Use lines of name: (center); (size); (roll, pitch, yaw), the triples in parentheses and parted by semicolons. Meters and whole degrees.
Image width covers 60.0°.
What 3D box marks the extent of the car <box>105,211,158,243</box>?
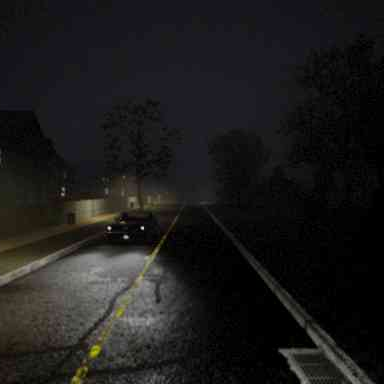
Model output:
car: (-2.822, 1.632, 16.426); (1.895, 1.301, 4.718); (0, 0, 0)
